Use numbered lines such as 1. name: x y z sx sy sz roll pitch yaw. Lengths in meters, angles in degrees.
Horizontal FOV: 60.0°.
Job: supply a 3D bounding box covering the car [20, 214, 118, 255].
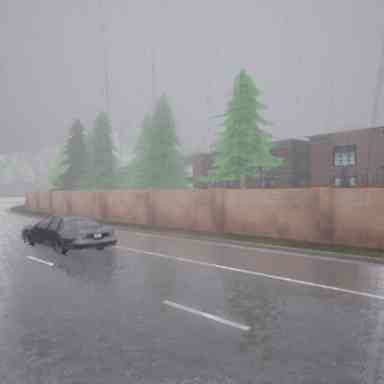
1. car: -5.241 1.635 13.788 5.357 1.411 2.033 0 -1 44
